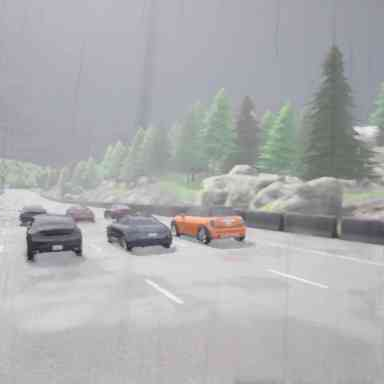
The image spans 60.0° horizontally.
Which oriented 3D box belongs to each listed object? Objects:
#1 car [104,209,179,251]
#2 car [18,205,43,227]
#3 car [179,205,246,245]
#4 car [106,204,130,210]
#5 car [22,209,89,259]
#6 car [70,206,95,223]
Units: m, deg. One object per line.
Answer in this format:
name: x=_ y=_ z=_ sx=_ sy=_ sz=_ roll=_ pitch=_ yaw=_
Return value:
car: x=-2.482 y=1.667 z=14.820 sx=1.994 sy=1.385 sz=4.181 roll=0 pitch=-1 yaw=-28
car: x=-12.674 y=1.820 z=26.539 sx=1.837 sy=1.490 sz=4.892 roll=0 pitch=0 yaw=-28
car: x=0.617 y=1.441 z=16.446 sx=2.097 sy=1.767 sz=4.553 roll=0 pitch=-1 yaw=-28
car: x=-6.679 y=1.819 z=30.182 sx=1.812 sy=1.442 sz=4.674 roll=0 pitch=0 yaw=-28
car: x=-5.626 y=1.623 z=13.279 sx=1.837 sy=1.490 sz=4.892 roll=0 pitch=0 yaw=-28
car: x=-9.582 y=1.865 z=28.177 sx=1.994 sy=1.385 sz=4.181 roll=0 pitch=-1 yaw=-27
